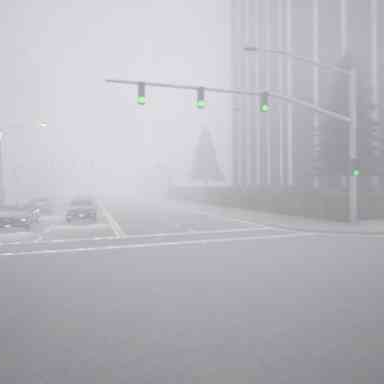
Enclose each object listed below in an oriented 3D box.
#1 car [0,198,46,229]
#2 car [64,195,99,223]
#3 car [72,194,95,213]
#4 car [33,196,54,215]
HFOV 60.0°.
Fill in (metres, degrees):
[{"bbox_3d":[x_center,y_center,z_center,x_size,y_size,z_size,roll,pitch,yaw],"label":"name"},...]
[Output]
[{"bbox_3d":[-10.195,1.322,19.517,2.033,1.411,5.357,-1,1,-17],"label":"car"},{"bbox_3d":[-7.545,1.184,22.799,1.837,1.490,4.892,-1,1,-17],"label":"car"},{"bbox_3d":[-10.330,1.017,31.856,1.882,1.535,5.008,-1,1,-17],"label":"car"},{"bbox_3d":[-12.973,1.141,28.539,1.837,1.490,4.892,-1,1,-17],"label":"car"}]
